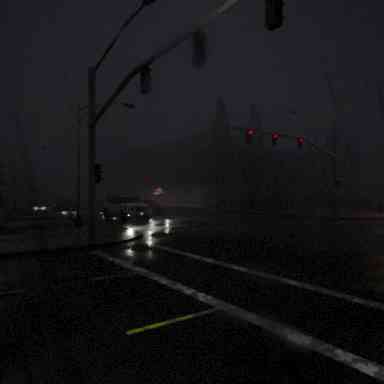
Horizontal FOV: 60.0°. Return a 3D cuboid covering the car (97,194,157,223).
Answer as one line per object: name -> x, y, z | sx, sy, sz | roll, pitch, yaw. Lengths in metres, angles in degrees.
car -> -5.228, 1.216, 26.171 | 2.150, 2.045, 5.566 | 0, 0, -36

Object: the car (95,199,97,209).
car -> -10.821, 1.540, 39.989 | 2.033, 1.411, 5.357 | 0, 0, -36

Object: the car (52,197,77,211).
car -> -15.316, 1.541, 40.257 | 2.033, 1.411, 5.357 | 0, 0, -36

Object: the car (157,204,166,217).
car -> -4.228, 1.470, 30.787 | 1.882, 1.535, 5.008 | 0, 0, -36

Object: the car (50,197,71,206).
car -> -22.269, 1.540, 56.124 | 2.033, 1.411, 5.357 | 0, 0, -35

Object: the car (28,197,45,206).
car -> -25.764, 1.526, 55.008 | 2.128, 1.511, 4.902 | 0, 0, -36
